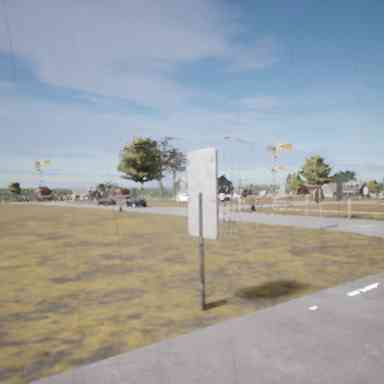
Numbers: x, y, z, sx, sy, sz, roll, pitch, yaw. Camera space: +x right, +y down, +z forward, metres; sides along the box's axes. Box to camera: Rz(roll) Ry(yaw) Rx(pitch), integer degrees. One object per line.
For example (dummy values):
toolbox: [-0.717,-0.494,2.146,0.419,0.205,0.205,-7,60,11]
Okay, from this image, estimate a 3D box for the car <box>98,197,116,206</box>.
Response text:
car: [-15.050,1.670,58.622,2.128,1.511,4.902,-1,0,-35]

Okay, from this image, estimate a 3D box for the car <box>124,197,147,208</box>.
car: [-8.427,1.527,49.411,1.837,1.490,4.892,-1,0,-35]
